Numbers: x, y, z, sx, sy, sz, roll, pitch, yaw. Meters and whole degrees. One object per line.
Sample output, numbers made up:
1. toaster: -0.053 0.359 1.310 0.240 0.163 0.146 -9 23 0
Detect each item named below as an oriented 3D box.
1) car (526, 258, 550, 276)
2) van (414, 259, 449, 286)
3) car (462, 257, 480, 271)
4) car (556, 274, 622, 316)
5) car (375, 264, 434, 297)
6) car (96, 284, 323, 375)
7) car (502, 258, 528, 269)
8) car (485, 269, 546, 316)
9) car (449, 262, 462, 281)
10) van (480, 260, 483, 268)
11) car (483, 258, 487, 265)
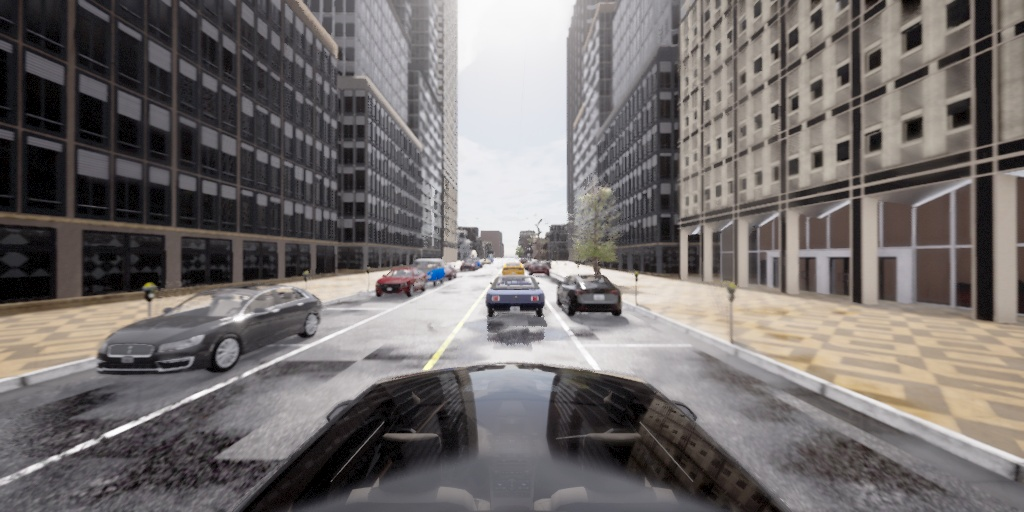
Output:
1. car: 2.700 1.175 35.933 1.967 1.591 4.097 0 0 0
2. van: -5.684 1.083 24.566 1.690 1.789 3.998 0 0 0
3. car: -5.678 1.167 47.334 1.967 1.591 4.097 0 0 0
4. car: 2.694 1.312 13.166 1.948 1.339 4.313 0 0 0
5. car: -5.685 1.290 18.873 1.888 1.381 4.507 0 0 0
6. car: -5.688 1.299 7.489 2.007 1.370 4.403 0 0 0
7. car: 0.108 1.216 31.226 1.882 1.535 5.008 0 0 0
8. car: 0.103 1.348 13.344 1.895 1.301 4.718 0 0 0
9. car: -5.682 1.321 30.258 1.802 1.307 4.207 0 0 0
10. van: -5.676 1.064 53.027 1.690 1.789 3.998 0 0 0
11. car: -5.675 1.284 58.720 1.948 1.339 4.313 0 0 0
